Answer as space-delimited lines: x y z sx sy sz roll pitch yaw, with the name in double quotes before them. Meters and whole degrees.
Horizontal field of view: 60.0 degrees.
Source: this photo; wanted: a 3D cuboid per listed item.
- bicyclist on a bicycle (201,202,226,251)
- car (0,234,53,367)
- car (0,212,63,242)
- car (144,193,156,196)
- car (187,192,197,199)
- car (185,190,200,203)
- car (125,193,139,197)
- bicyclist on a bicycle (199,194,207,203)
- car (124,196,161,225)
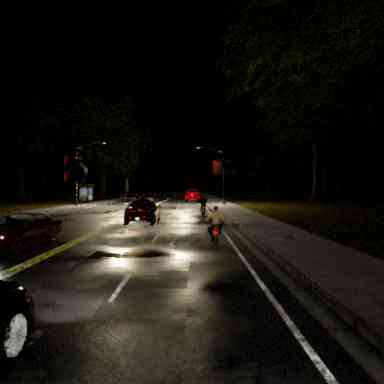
"bicyclist on a bicycle" 0.875 1.292 12.406 0.866 1.612 1.509 0 1 0
"car" -3.150 1.471 2.789 1.837 1.490 4.892 0 1 0
"car" -6.602 1.456 12.439 1.895 1.301 4.718 0 1 0
"car" -6.583 0.920 52.861 1.812 1.442 4.674 0 1 0
"car" -0.012 0.701 73.684 2.033 1.411 5.357 0 1 0
"car" 0.093 0.608 53.756 2.150 2.045 5.566 0 1 0
"car" -9.822 0.874 55.089 1.837 1.490 4.892 0 1 0
"bicyclist on a bicycle" 0.889 1.068 26.158 0.659 1.776 1.843 0 1 0
"car" -3.154 1.255 21.583 1.837 1.490 4.892 0 1 0
